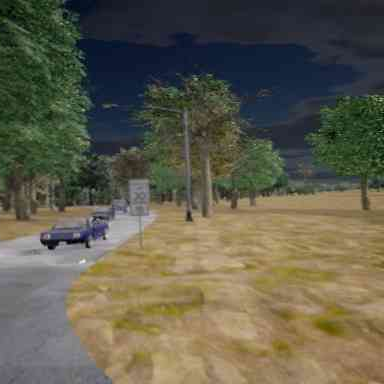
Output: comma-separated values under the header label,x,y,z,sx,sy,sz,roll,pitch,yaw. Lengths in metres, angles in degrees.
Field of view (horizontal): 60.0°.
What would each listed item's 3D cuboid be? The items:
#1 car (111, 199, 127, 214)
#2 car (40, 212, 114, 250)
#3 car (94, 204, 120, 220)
label,x,y,z,sx,sy,sz,roll,pitch,yaw
car,-11.048,2.135,50.497,2.150,2.045,5.566,-2,-1,-11
car,-5.349,1.867,15.838,1.895,1.301,4.718,-2,-1,-1
car,-9.045,2.254,33.953,2.033,1.411,5.357,-2,-1,-4
